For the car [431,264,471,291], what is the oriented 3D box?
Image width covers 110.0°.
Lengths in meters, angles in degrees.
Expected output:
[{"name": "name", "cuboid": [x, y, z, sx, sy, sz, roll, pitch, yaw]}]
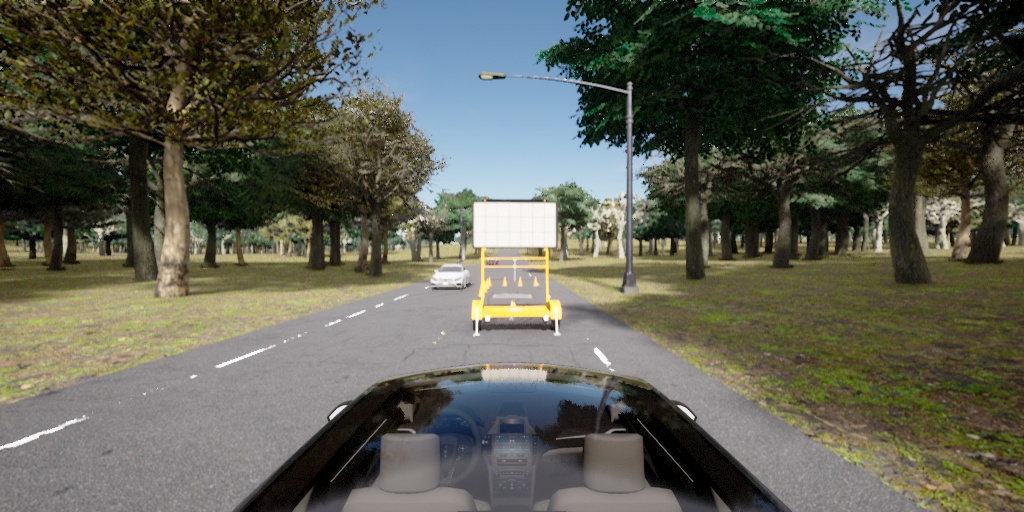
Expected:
[{"name": "car", "cuboid": [-3.575, 1.210, 21.576, 1.812, 1.442, 4.674, 0, 0, 0]}]

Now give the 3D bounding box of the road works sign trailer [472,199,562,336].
[{"name": "road works sign trailer", "cuboid": [0.079, 0.181, 10.299, 2.380, 3.560, 2.880, 0, 0, -2]}]

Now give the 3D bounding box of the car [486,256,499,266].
[{"name": "car", "cuboid": [-3.496, 0.801, 63.877, 2.097, 1.767, 4.553, 0, 0, 1]}]
